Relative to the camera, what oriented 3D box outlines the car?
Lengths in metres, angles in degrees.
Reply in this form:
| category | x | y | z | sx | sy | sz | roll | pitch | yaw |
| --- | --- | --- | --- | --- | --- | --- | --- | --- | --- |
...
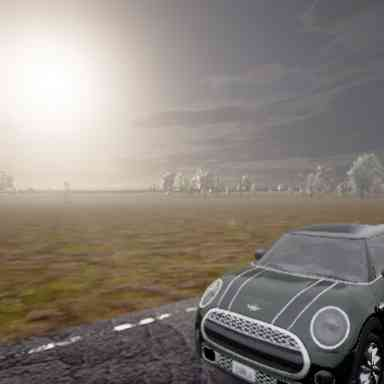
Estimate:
| category | x | y | z | sx | sy | sz | roll | pitch | yaw |
| --- | --- | --- | --- | --- | --- | --- | --- | --- | --- |
| car | 2.141 | 1.343 | 5.203 | 2.097 | 1.767 | 4.553 | 0 | 0 | 45 |
